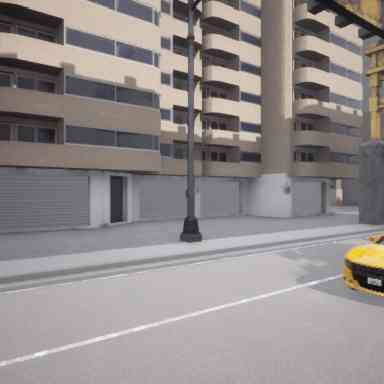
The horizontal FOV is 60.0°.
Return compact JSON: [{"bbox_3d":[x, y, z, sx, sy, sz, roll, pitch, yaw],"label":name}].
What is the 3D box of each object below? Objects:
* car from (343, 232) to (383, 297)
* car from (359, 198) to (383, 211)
[{"bbox_3d":[5.598,1.477,7.927,5.008,1.535,1.882,0,0,-35],"label":"car"},{"bbox_3d":[19.625,1.295,34.404,1.853,1.218,4.536,0,0,-10],"label":"car"}]
